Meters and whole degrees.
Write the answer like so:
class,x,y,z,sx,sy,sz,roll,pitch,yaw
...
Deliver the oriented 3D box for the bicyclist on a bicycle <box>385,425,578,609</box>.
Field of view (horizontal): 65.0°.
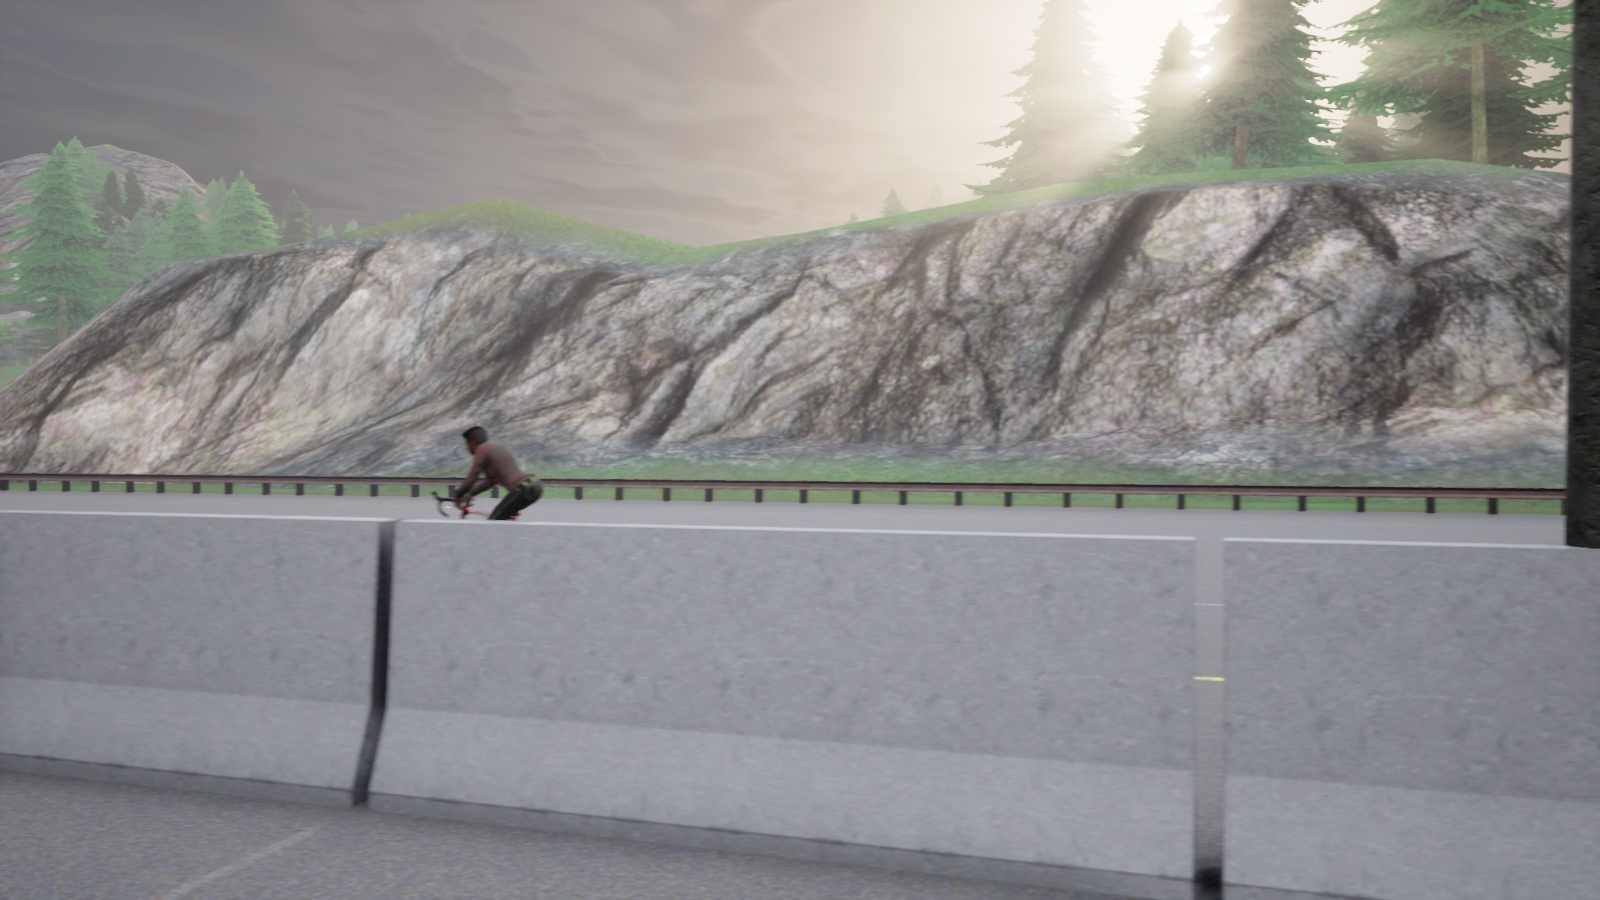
class,x,y,z,sx,sy,sz,roll,pitch,yaw
bicyclist on a bicycle,-2.930,0.583,11.563,1.656,1.620,0.582,0,1,19
